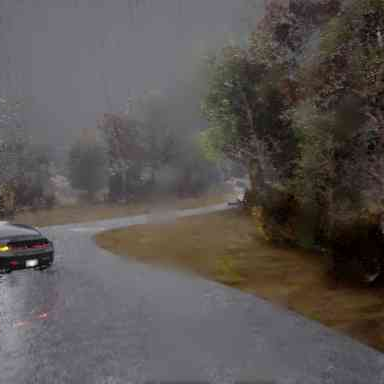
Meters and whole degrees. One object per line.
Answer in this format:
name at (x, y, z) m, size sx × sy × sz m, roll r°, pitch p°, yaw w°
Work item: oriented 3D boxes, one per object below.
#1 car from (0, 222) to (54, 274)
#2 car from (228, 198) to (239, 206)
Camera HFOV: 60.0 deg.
car at (-6.224, 1.687, 10.304) m, size 4.892 × 1.490 × 1.837 m, roll -1°, pitch -2°, yaw 36°
car at (7.791, 1.724, 60.364) m, size 1.994 × 1.385 × 4.181 m, roll -3°, pitch 0°, yaw 20°
